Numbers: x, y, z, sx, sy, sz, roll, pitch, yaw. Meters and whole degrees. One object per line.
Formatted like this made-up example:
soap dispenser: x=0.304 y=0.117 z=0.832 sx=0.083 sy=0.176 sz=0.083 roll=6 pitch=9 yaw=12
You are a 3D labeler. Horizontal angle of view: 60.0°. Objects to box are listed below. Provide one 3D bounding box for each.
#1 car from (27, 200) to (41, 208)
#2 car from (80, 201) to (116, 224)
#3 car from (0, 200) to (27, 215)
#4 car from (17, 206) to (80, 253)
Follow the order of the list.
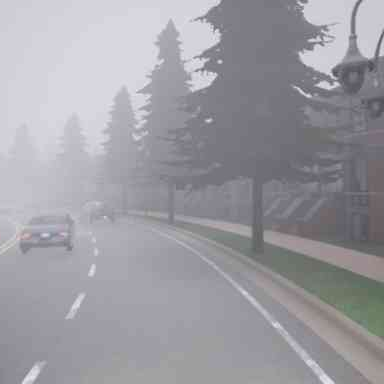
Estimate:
car: x=-19.787 y=1.579 z=39.074 sx=4.718 sy=1.301 sz=1.895 roll=0 pitch=0 yaw=39
car: x=-7.152 y=1.455 z=24.832 sx=1.837 sy=1.490 sz=4.892 roll=0 pitch=1 yaw=-31
car: x=-18.992 y=1.595 z=33.936 sx=4.718 sy=1.301 sz=1.895 roll=0 pitch=0 yaw=43
car: x=-5.849 y=1.531 z=13.830 sx=2.033 sy=1.411 sz=5.357 roll=0 pitch=0 yaw=-19
